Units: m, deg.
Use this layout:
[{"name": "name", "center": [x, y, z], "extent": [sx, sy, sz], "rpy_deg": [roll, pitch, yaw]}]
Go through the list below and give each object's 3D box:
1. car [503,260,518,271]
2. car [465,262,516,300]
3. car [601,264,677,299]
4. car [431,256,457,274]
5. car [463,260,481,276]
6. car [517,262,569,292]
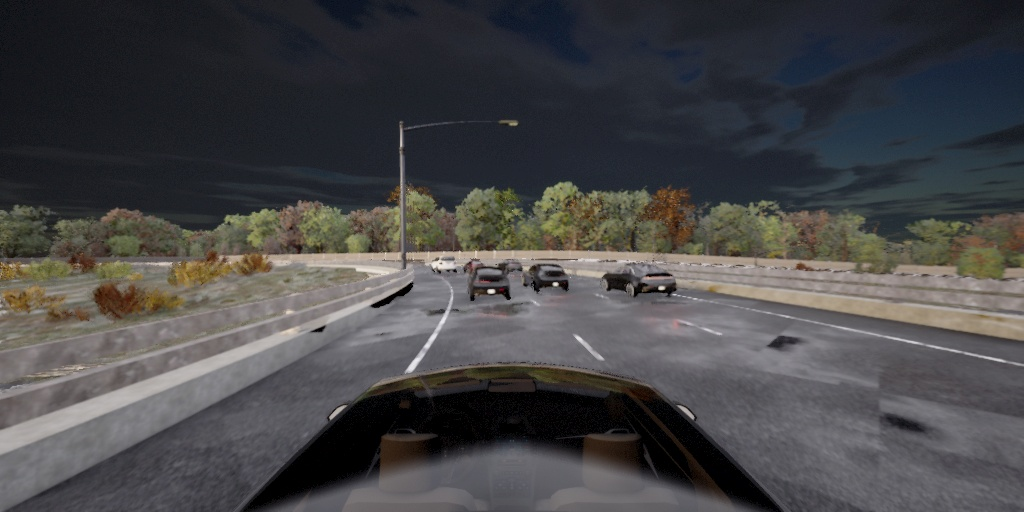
[{"name": "car", "center": [-0.343, 1.163, 41.807], "extent": [2.128, 1.511, 4.902], "rpy_deg": [-1, 0, -20]}, {"name": "car", "center": [-1.215, 1.241, 17.621], "extent": [1.837, 1.490, 4.892], "rpy_deg": [0, 1, -8]}, {"name": "car", "center": [5.900, 1.127, 17.302], "extent": [2.128, 1.511, 4.902], "rpy_deg": [-1, 0, -8]}, {"name": "car", "center": [-8.103, 1.001, 42.552], "extent": [2.150, 2.045, 5.566], "rpy_deg": [-1, 0, -23]}, {"name": "car", "center": [-4.477, 1.253, 42.794], "extent": [1.812, 1.442, 4.674], "rpy_deg": [-1, 0, -22]}, {"name": "car", "center": [1.830, 1.191, 20.752], "extent": [1.837, 1.490, 4.892], "rpy_deg": [0, 0, -10]}]
